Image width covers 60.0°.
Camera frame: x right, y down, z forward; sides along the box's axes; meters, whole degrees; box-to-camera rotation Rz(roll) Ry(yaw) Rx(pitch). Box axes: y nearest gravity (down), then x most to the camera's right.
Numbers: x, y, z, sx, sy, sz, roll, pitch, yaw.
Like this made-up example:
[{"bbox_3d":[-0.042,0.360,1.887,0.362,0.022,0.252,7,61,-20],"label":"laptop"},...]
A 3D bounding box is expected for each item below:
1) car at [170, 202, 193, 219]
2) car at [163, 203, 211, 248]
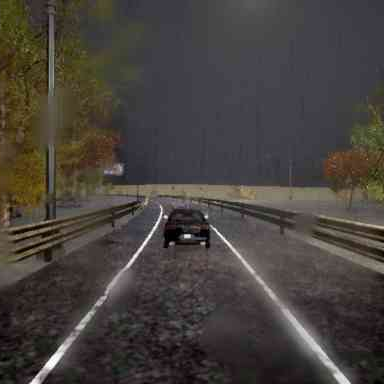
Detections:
[{"bbox_3d":[-1.012,1.609,29.807,1.895,1.301,4.718,0,0,-4],"label":"car"},{"bbox_3d":[-0.253,1.479,14.733,1.882,1.535,5.008,0,0,-2],"label":"car"}]
